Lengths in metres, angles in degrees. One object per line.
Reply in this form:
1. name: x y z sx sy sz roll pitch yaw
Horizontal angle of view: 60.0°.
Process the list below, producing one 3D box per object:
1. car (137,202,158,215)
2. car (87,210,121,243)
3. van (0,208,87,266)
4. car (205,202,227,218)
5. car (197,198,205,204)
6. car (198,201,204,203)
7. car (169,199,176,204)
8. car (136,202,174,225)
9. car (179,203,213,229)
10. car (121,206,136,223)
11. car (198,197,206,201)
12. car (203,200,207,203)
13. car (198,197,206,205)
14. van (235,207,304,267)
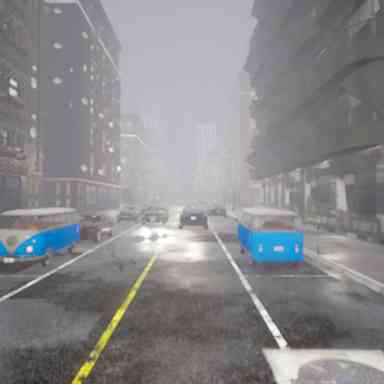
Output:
1. car: -5.266 1.988 40.049 1.887 1.381 4.507 1 -1 0
2. car: -5.270 1.736 17.367 1.887 1.381 4.507 1 -1 0
3. van: -5.269 1.470 11.699 1.690 1.788 3.998 1 -1 0
4. car: 2.580 1.945 34.405 1.947 1.339 4.313 1 -1 0
5. car: 2.591 2.530 95.199 1.967 1.590 4.097 1 -1 0
6. car: 0.107 2.039 39.577 1.895 1.301 4.718 0 -1 0
7. car: -5.308 2.572 89.498 2.008 1.369 4.403 1 -1 0
8. car: -2.829 1.784 26.578 2.128 1.511 4.902 0 -1 0
9. car: 0.104 1.768 24.018 2.163 1.488 4.792 0 -1 0
10. car: -5.268 1.867 28.708 2.008 1.369 4.403 1 -1 0
11. car: 2.717 2.429 78.130 1.887 1.381 4.507 1 -1 0
12. car: 2.581 1.988 40.076 1.887 1.381 4.507 1 -1 0
13. car: 2.623 2.318 88.077 2.192 1.841 5.009 1 -1 0
14. van: 2.578 1.470 11.726 1.690 1.788 3.998 1 -1 0
